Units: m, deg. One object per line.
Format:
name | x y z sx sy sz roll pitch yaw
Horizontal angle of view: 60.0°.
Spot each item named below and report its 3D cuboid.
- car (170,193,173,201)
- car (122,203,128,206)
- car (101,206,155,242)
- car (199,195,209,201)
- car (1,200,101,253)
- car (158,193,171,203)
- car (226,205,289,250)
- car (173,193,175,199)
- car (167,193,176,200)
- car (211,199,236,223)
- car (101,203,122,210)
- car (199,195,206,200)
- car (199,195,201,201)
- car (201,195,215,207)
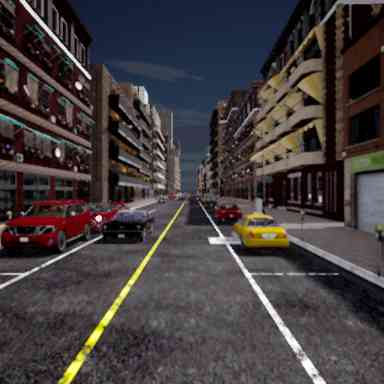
car | -5.689 1.407 70.137 2.008 1.369 4.403 0 0 0
car | -5.689 1.495 25.048 1.887 1.381 4.507 0 0 0
car | -3.000 1.569 16.376 1.895 1.301 4.718 0 0 0
car | 2.692 1.410 75.769 1.947 1.339 4.313 0 0 0
car | -5.688 1.288 13.774 2.192 1.841 5.009 0 0 0
car | -5.689 1.419 64.500 2.008 1.369 4.403 0 0 0
car | 2.692 1.498 13.941 1.752 1.417 4.829 0 0 0
car | -5.689 1.377 81.409 1.887 1.381 4.507 0 0 0
car | -5.688 1.123 92.682 2.192 1.841 5.009 0 0 0
car | 2.691 1.495 25.043 1.887 1.381 4.507 0 0 0
car | -5.689 1.402 19.410 1.967 1.590 4.097 0 0 0
car | 2.691 1.402 87.041 1.802 1.307 4.206 0 0 0
car | 2.692 1.381 70.302 1.752 1.417 4.829 0 0 0
car | 2.692 1.455 47.588 2.008 1.369 4.403 0 0 0
